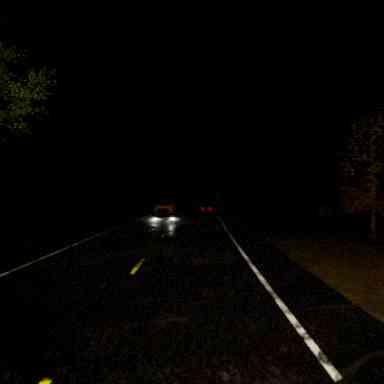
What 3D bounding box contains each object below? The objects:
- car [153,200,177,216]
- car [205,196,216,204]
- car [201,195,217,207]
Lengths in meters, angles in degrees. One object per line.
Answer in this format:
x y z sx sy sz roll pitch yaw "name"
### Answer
-2.617 1.541 32.976 1.882 1.535 5.008 0 0 2 "car"
3.803 1.647 68.016 2.033 1.411 5.357 0 0 6 "car"
2.482 1.576 53.426 2.128 1.511 4.902 0 0 5 "car"
